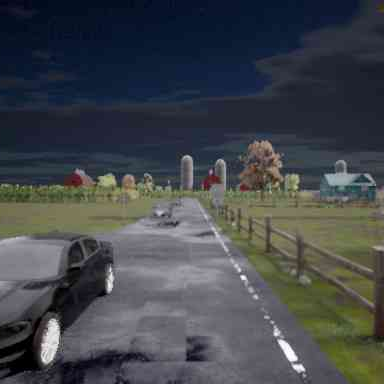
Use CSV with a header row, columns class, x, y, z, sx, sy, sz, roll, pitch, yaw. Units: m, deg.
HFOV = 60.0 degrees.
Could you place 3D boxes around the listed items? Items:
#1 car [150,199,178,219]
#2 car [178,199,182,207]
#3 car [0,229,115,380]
class,x,y,z,sx,sy,sz,roll,pitch,yaw
car,-2.744,1.664,30.735,2.128,1.511,4.902,0,0,0
car,-2.735,1.834,56.533,1.994,1.385,4.181,0,0,0
car,-2.747,1.513,5.912,1.882,1.535,5.008,0,0,0
